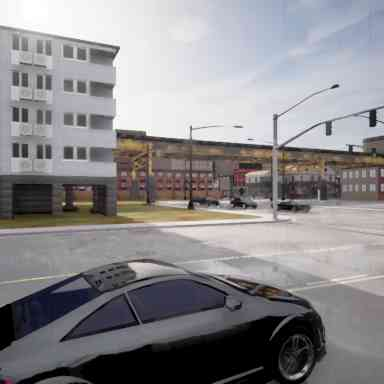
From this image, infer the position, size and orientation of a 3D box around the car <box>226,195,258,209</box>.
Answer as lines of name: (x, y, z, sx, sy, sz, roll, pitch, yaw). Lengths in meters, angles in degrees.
car: (7.052, 1.505, 45.763, 1.837, 1.490, 4.892, 0, 0, -25)

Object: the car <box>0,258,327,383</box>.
car: (-0.346, 1.564, 4.078, 4.181, 1.385, 1.994, 0, 0, -30)

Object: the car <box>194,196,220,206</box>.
car: (2.705, 1.547, 55.301, 2.033, 1.411, 5.357, 0, 0, -21)

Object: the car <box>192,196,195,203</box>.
car: (0.742, 1.547, 65.788, 2.033, 1.411, 5.357, 0, 0, 3)

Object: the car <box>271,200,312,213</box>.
car: (11.070, 1.601, 37.291, 1.895, 1.301, 4.718, 0, 0, -26)
